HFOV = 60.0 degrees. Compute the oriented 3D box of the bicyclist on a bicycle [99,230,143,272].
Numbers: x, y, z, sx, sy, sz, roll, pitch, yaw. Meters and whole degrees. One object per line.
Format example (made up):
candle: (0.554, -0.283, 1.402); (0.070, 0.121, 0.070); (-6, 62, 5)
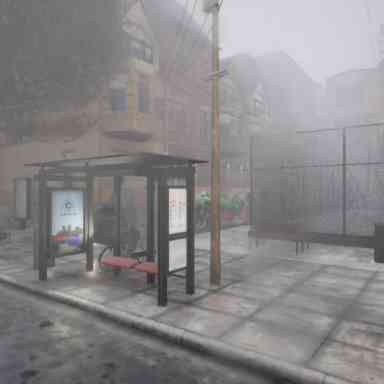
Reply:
bicyclist on a bicycle: (-1.864, 1.338, 9.161); (0.582, 1.620, 1.656); (1, -3, 36)
